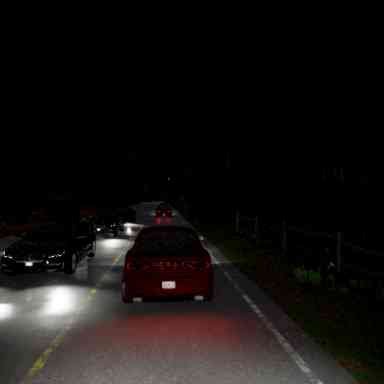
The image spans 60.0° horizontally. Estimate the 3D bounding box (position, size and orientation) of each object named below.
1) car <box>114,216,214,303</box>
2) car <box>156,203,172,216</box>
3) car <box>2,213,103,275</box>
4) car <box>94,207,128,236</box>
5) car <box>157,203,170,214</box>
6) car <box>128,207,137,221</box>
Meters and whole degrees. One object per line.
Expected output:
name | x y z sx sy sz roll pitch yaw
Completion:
car | -0.648 1.611 8.626 1.882 1.535 5.008 0 -1 -5
car | -3.352 2.284 39.561 1.895 1.301 4.718 0 -1 -5
car | -4.481 1.680 11.135 1.837 1.490 4.892 0 -1 -5
car | -5.303 1.848 20.562 1.837 1.490 4.892 0 -1 -5
car | -4.220 2.365 49.496 1.837 1.490 4.892 0 -1 -5
car | -6.156 2.083 30.442 1.994 1.385 4.181 0 -1 -5
